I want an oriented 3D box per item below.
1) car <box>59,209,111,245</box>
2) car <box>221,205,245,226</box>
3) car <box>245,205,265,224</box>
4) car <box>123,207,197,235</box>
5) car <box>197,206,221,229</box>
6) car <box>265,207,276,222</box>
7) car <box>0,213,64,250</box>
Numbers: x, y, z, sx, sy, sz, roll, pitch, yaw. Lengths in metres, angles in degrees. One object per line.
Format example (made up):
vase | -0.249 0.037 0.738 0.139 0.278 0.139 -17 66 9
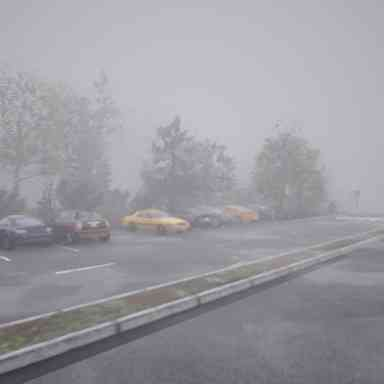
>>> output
car | -6.364 1.701 17.948 4.553 1.767 2.185 -1 -1 44
car | 1.267 1.880 25.889 4.892 1.521 2.231 -1 -1 44
car | 3.189 1.886 27.860 5.008 1.535 2.097 -1 -1 44
car | -2.426 1.854 21.794 5.366 1.575 1.946 -1 -1 44
car | -0.661 1.902 23.927 4.792 1.488 2.163 -1 -1 44
car | 5.105 1.891 29.840 4.892 1.521 2.231 -1 -1 44
car | -8.303 1.841 15.980 4.674 1.452 2.002 -1 -1 44
